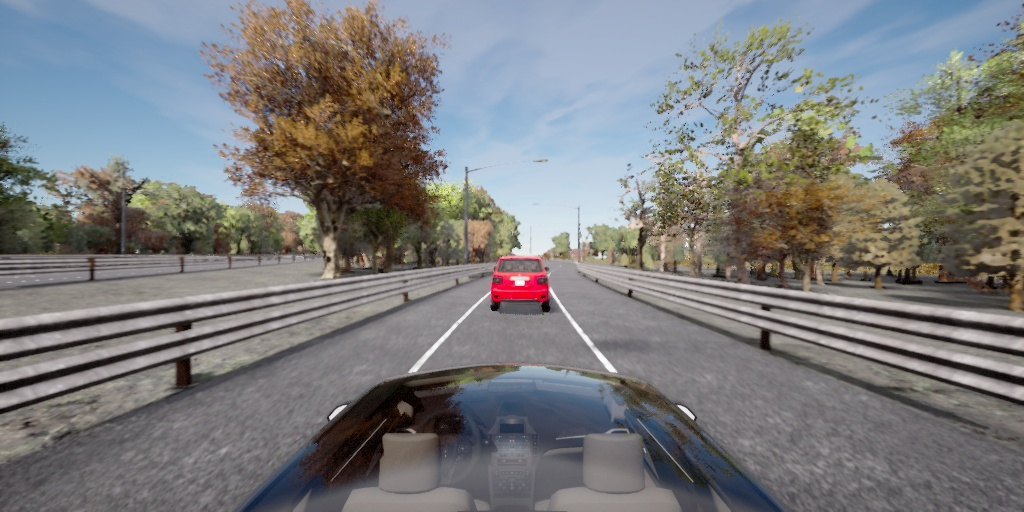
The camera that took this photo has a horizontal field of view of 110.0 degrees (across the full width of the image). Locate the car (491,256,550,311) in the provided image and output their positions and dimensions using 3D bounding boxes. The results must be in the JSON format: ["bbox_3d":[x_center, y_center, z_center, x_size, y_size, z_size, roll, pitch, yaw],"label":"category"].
[{"bbox_3d":[0.378,1.021,14.963,2.150,2.045,5.566,0,0,2],"label":"car"}]
